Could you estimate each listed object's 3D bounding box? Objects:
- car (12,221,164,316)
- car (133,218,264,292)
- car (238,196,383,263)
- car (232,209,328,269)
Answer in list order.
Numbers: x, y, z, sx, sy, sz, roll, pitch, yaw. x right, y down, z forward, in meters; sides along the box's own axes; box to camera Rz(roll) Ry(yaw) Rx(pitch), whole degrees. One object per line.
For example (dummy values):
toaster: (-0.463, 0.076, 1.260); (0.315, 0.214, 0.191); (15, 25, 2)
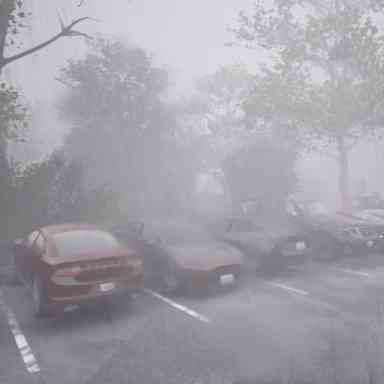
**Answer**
car: (-2.888, 1.483, 7.742); (2.097, 1.535, 5.008); (0, 0, -35)
car: (-0.606, 1.517, 9.340); (2.163, 1.488, 4.792); (0, 0, -35)
car: (3.927, 1.247, 12.574); (2.435, 2.045, 5.566); (0, 0, -36)
car: (1.627, 1.521, 11.004); (2.163, 1.488, 4.792); (0, 0, -35)
